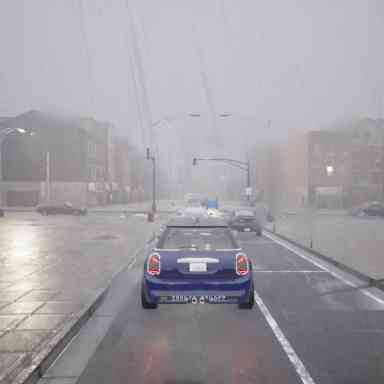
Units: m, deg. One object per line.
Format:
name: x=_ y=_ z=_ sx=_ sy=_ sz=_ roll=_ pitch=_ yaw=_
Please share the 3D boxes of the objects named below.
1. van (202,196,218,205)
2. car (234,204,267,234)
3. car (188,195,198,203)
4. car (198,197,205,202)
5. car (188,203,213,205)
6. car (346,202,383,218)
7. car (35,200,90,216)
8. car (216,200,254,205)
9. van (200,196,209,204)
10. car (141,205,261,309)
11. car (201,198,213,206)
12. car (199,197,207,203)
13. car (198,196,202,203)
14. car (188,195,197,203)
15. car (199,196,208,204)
van: x=2.668 y=1.477 z=45.048 sx=1.690 sy=1.788 sz=3.998 roll=-1 pitch=0 yaw=0
car: x=2.645 y=1.573 z=18.089 sx=2.008 sy=1.369 sz=4.403 roll=-1 pitch=0 yaw=0
car: x=0.086 y=1.899 z=75.479 sx=2.128 sy=1.511 sz=4.902 roll=0 pitch=-1 yaw=0
car: x=2.721 y=2.144 z=92.658 sx=1.802 sy=1.307 sz=4.206 roll=-2 pitch=-1 yaw=0
car: x=0.148 y=1.547 z=17.837 sx=1.812 sy=1.442 sz=4.674 roll=0 pitch=0 yaw=1
car: x=17.907 y=1.791 z=33.019 sx=4.892 sy=1.490 sz=1.837 roll=0 pitch=1 yaw=0
car: x=-11.686 y=1.460 z=30.157 sx=4.674 sy=1.442 sz=1.812 roll=1 pitch=1 yaw=2
car: x=5.226 y=1.708 z=34.233 sx=4.718 sy=1.301 sz=1.895 roll=1 pitch=1 yaw=15
van: x=2.694 y=1.678 z=71.500 sx=1.690 sy=1.788 sz=3.998 roll=-1 pitch=-1 yaw=0
car: x=0.107 y=1.356 z=8.018 sx=2.097 sy=1.767 sz=4.553 roll=0 pitch=0 yaw=0
car: x=2.688 y=1.796 z=60.917 sx=2.008 sy=1.369 sz=4.403 roll=-1 pitch=-1 yaw=0
car: x=2.710 y=1.987 z=82.078 sx=1.887 sy=1.381 sz=4.507 roll=-1 pitch=-1 yaw=0
car: x=2.678 y=1.519 z=55.630 sx=2.192 sy=1.841 sz=5.009 roll=-1 pitch=0 yaw=0
car: x=0.095 y=1.708 z=85.859 sx=2.150 sy=2.045 sz=5.566 roll=0 pitch=-1 yaw=0
car: x=2.702 y=1.828 z=76.789 sx=1.967 sy=1.590 sz=4.097 roll=-1 pitch=-1 yaw=0
